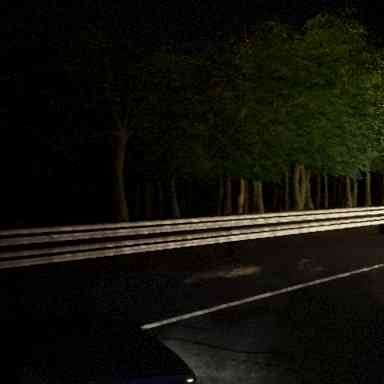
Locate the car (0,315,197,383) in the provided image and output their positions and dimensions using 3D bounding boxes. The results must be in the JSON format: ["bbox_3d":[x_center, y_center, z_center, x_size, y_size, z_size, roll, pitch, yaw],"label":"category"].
[{"bbox_3d":[-2.486,1.551,1.953,5.357,1.411,2.033,-1,0,-36],"label":"car"}]
